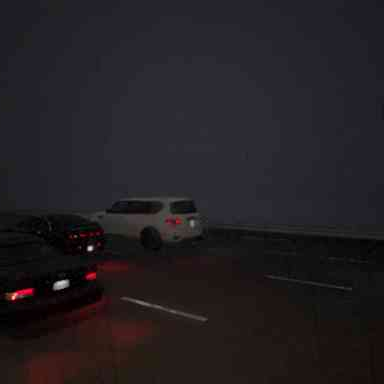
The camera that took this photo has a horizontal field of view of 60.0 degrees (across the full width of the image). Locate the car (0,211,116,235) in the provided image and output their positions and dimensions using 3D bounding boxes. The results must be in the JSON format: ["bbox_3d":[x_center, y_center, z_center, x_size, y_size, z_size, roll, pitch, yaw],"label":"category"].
[{"bbox_3d":[-5.189,1.516,11.955,4.892,1.490,1.837,1,0,36],"label":"car"}]

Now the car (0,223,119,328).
[{"bbox_3d":[-4.147,1.554,6.879,5.357,1.411,2.033,0,0,36],"label":"car"}]

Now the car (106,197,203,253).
[{"bbox_3d":[-2.167,1.232,14.092,5.566,2.045,2.150,0,0,36],"label":"car"}]
